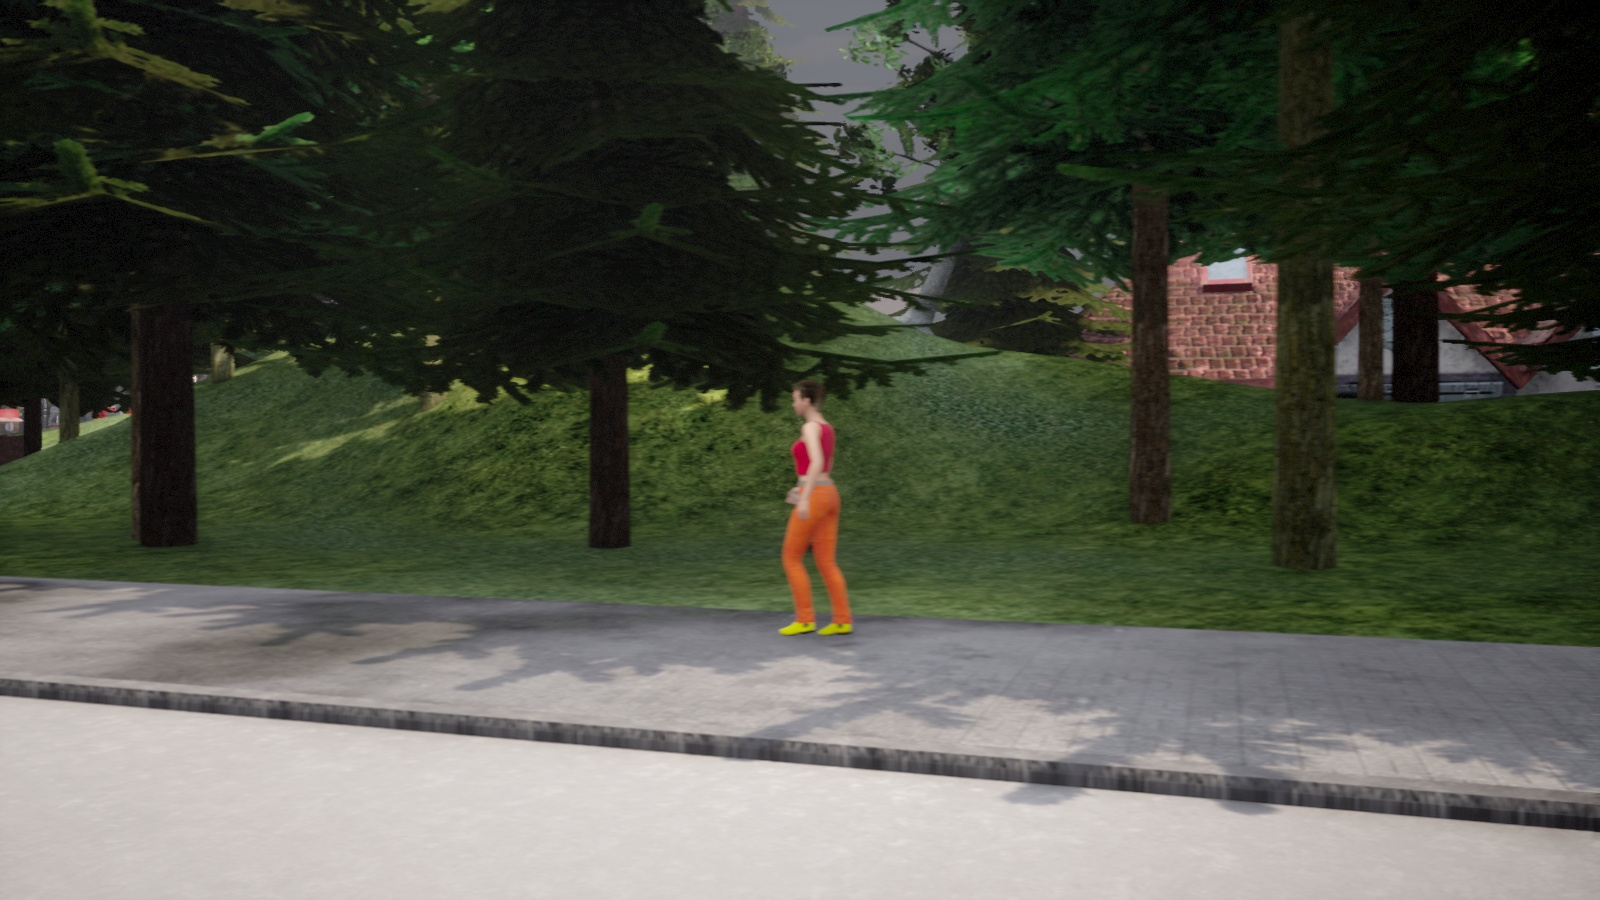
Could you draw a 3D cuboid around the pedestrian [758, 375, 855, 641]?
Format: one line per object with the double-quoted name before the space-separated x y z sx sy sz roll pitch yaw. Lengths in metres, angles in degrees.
"pedestrian" 0.048 0.394 8.939 0.594 1.836 0.345 1 1 28
